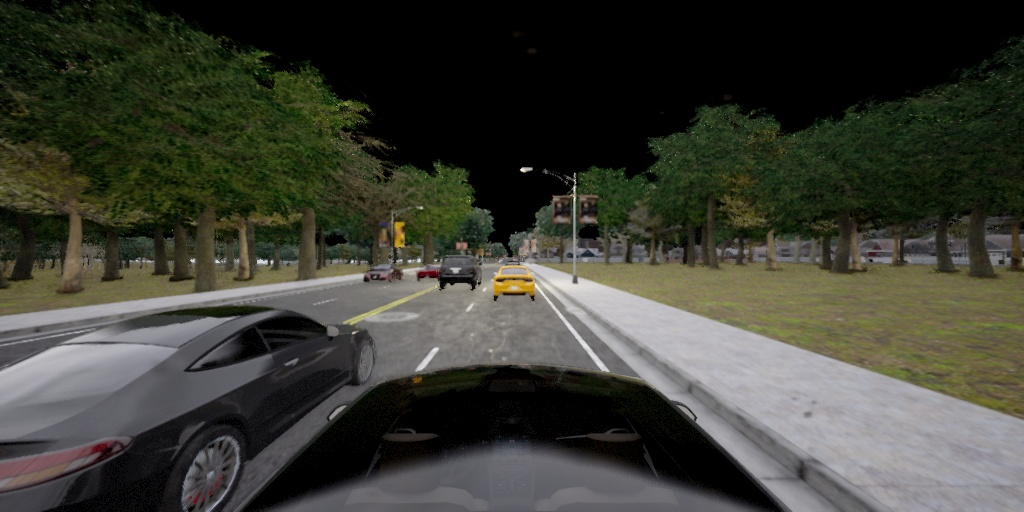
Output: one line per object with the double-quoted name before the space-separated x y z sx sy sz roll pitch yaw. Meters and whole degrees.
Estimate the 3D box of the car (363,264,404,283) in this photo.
"car" -9.778 1.318 27.594 1.994 1.385 4.181 0 0 0

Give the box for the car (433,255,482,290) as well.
"car" -3.154 0.968 22.708 2.150 2.045 5.566 0 0 0

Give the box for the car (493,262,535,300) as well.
"car" 0.098 1.221 17.801 1.882 1.535 5.008 0 0 0

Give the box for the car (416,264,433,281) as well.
"car" -6.505 1.358 29.668 1.895 1.301 4.718 0 0 0

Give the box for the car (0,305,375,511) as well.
"car" -3.151 1.274 3.994 1.812 1.442 4.674 0 0 0
